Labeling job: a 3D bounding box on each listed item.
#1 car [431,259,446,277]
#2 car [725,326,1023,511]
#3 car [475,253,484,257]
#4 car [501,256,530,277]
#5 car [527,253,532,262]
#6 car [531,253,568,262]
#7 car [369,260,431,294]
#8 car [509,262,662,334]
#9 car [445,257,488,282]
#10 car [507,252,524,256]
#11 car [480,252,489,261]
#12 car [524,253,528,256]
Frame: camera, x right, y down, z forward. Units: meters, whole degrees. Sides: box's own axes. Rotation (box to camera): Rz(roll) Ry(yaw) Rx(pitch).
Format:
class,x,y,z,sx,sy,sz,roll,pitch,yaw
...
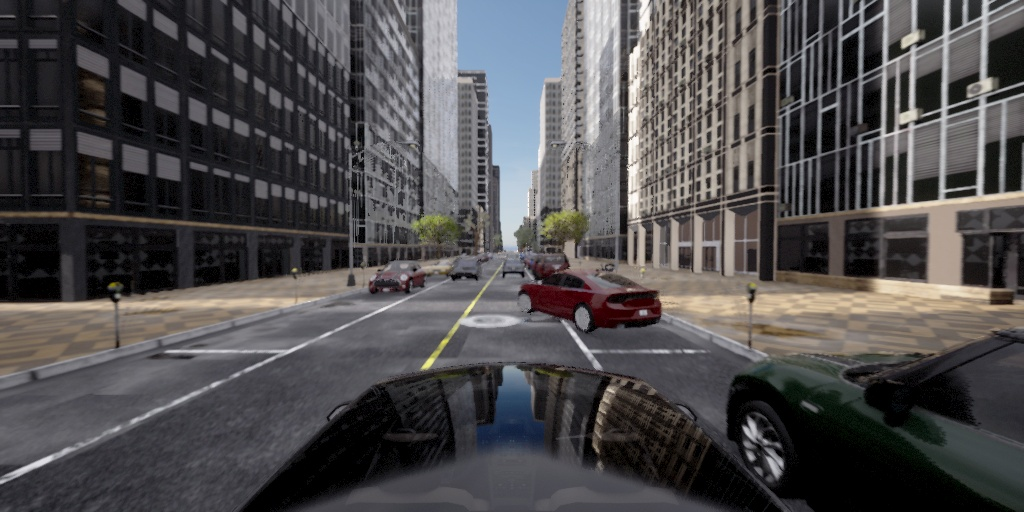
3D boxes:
class,x,y,z,sx,sy,sz,roll,pitch,yaw
car,-5.687,0.917,29.431,1.751,1.417,4.829,0,0,0
car,3.113,1.104,1.608,2.097,1.767,4.553,0,1,0
car,-5.684,0.648,52.334,2.007,1.370,4.403,0,0,0
car,0.094,0.942,29.405,2.033,1.411,5.357,0,1,0
car,2.693,0.706,29.600,2.192,1.841,5.009,0,0,0
car,2.692,0.780,23.917,2.192,1.841,5.009,0,0,0
car,-5.689,0.978,18.234,1.967,1.591,4.097,0,0,0
car,1.942,1.115,10.502,1.882,1.535,5.008,0,1,-26
car,-3.095,0.990,25.638,2.033,1.411,5.357,0,1,0
car,0.071,0.546,44.832,2.097,1.767,4.553,0,1,1
car,-5.682,0.389,63.700,1.967,1.591,4.097,0,0,0
car,2.695,0.685,40.966,1.967,1.591,4.097,0,0,0
